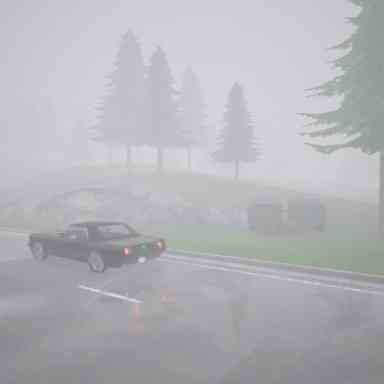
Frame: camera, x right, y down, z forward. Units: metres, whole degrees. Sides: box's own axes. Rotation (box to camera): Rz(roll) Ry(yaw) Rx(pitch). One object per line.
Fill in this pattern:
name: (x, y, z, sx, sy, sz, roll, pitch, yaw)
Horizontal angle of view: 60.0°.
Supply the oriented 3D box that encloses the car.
car: (-3.192, 1.601, 10.569, 4.718, 1.301, 1.895, 0, 0, 35)
